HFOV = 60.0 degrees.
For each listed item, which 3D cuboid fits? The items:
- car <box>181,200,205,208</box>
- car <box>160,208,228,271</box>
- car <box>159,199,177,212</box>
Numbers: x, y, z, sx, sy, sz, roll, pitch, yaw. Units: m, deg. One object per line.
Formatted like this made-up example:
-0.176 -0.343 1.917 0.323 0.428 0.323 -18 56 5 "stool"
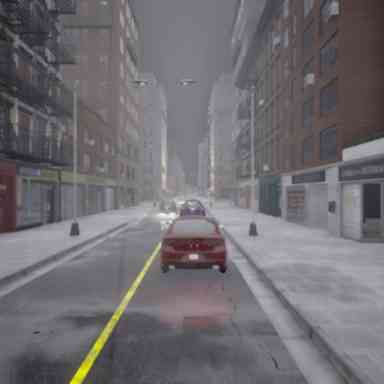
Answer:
0.067 1.452 29.398 2.097 1.767 4.553 0 0 0 "car"
0.066 1.515 11.042 1.882 1.535 5.008 0 0 0 "car"
-2.868 1.630 40.208 2.128 1.511 4.902 0 0 0 "car"
